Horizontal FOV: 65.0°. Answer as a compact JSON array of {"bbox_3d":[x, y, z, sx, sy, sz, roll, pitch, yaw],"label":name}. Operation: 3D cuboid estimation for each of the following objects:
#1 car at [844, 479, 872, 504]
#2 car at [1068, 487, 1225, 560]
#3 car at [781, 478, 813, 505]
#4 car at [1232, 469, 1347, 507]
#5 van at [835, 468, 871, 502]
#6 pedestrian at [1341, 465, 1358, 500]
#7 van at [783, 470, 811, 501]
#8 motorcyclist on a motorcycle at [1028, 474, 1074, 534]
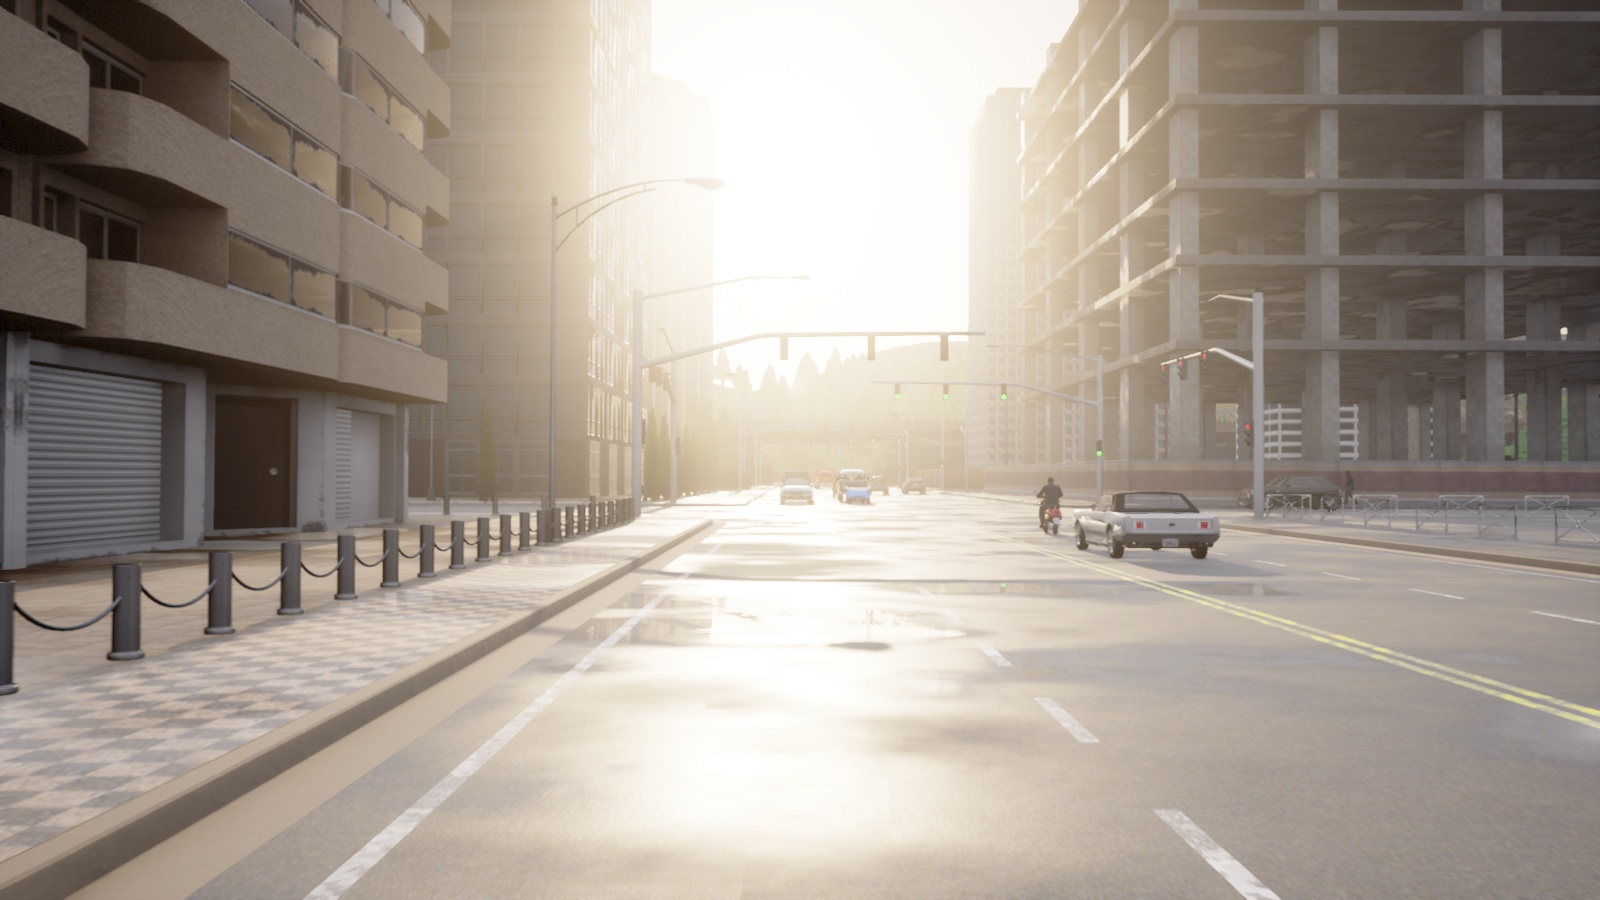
[{"bbox_3d":[3.321,2.377,72.236,1.481,1.376,2.207,0,-2,0],"label":"car"},{"bbox_3d":[6.937,1.433,25.694,1.895,1.301,4.718,0,-1,0],"label":"car"},{"bbox_3d":[-0.178,2.358,72.026,1.812,1.442,4.674,0,-1,0],"label":"car"},{"bbox_3d":[22.916,1.768,58.908,4.553,1.767,2.097,0,-1,0],"label":"car"},{"bbox_3d":[3.302,2.198,79.466,2.069,2.038,4.480,0,-1,0],"label":"van"},{"bbox_3d":[28.267,1.670,64.597,0.726,1.835,0.370,-1,-1,16],"label":"pedestrian"},{"bbox_3d":[-0.201,2.273,80.974,1.775,1.987,4.442,0,-1,0],"label":"van"},{"bbox_3d":[6.914,1.475,34.668,0.866,1.590,1.817,0,-2,0],"label":"motorcyclist on a motorcycle"}]
